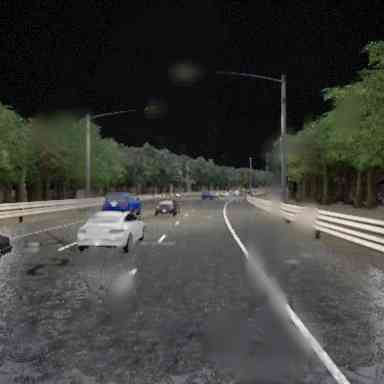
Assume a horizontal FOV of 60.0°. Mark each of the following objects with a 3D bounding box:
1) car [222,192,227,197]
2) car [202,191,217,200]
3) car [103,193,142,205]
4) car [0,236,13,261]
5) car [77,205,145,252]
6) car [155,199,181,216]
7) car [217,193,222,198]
[{"bbox_3d":[8.119,0.883,95.087,1.895,1.301,4.718,0,1,14],"label":"car"},{"bbox_3d":[3.523,0.725,73.864,2.150,2.045,5.566,0,1,11],"label":"car"},{"bbox_3d":[-5.811,1.080,28.195,2.150,2.045,5.566,0,0,4],"label":"car"},{"bbox_3d":[-6.770,1.502,8.290,2.033,1.411,5.357,0,0,1],"label":"car"},{"bbox_3d":[-3.101,1.462,13.401,1.812,1.442,4.674,0,0,2],"label":"car"},{"bbox_3d":[-2.147,1.377,30.158,1.812,1.442,4.674,0,0,4],"label":"car"},{"bbox_3d":[5.680,1.011,84.509,1.895,1.301,4.718,0,1,12],"label":"car"}]
